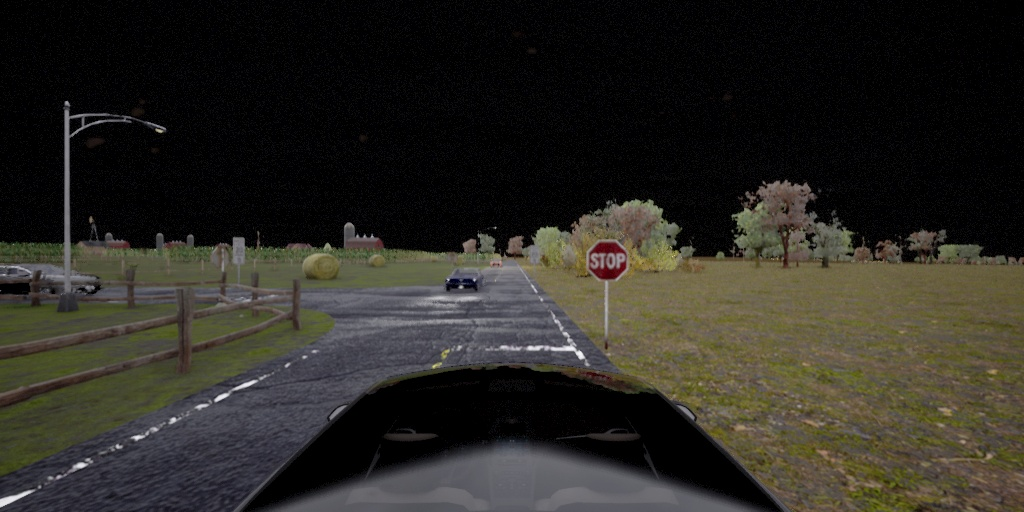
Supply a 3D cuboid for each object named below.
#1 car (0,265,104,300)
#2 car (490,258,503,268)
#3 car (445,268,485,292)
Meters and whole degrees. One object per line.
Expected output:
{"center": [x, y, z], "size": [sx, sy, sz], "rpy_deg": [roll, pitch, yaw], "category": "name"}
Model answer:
{"center": [-21.766, 1.143, 16.395], "size": [4.902, 1.511, 2.128], "rpy_deg": [0, 1, -1], "category": "car"}
{"center": [-2.723, 1.191, 63.010], "size": [2.097, 1.767, 4.553], "rpy_deg": [0, 0, 0], "category": "car"}
{"center": [-2.741, 1.380, 21.493], "size": [1.895, 1.301, 4.718], "rpy_deg": [0, 0, 0], "category": "car"}
